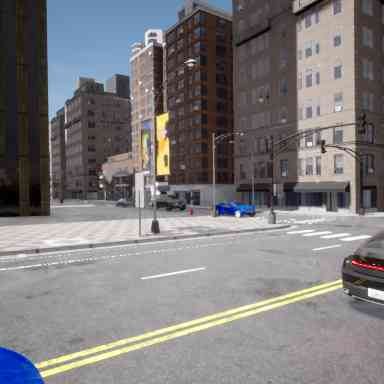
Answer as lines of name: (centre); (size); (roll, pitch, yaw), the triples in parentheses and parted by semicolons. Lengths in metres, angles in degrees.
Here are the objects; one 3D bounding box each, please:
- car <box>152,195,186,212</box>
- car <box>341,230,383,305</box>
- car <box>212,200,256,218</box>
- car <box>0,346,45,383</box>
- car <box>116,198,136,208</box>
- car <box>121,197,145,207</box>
car: (-2.943, 1.363, 41.844); (2.150, 2.045, 5.566); (-1, 0, -35)
car: (5.135, 1.504, 7.103); (4.892, 1.490, 1.837); (0, 0, -36)
car: (3.994, 1.577, 31.989); (1.882, 1.535, 5.008); (-1, 0, -34)
car: (-3.183, 1.478, 1.171); (5.008, 1.535, 1.882); (0, 0, -35)
car: (-10.410, 1.713, 52.504); (1.812, 1.442, 4.674); (-1, 1, -35)
car: (-10.241, 1.695, 57.779); (2.033, 1.411, 5.357); (-1, 0, -35)
